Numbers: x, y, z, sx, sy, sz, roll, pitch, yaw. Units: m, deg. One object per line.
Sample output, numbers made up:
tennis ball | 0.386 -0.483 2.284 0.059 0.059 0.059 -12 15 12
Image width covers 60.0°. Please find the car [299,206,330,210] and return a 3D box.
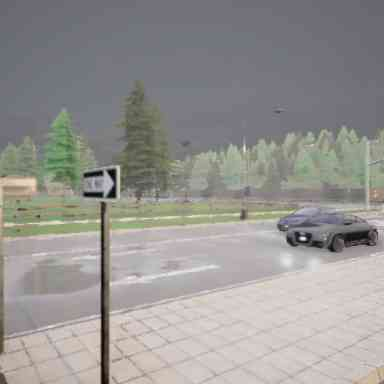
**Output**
car | 6.822 1.518 18.656 4.674 1.442 1.812 0 0 -36

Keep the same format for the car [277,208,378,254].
car | 5.783 1.558 13.633 4.181 1.385 1.994 0 0 -35
